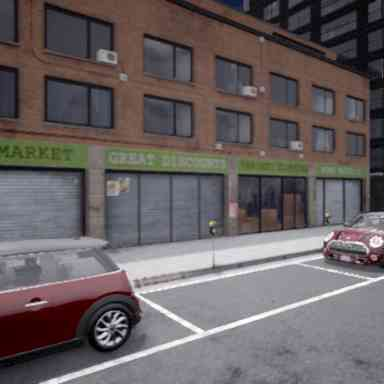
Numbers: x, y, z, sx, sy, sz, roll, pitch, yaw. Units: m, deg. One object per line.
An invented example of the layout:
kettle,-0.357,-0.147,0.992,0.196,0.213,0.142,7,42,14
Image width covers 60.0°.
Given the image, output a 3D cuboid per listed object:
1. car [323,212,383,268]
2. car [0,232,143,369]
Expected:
car,6.113,1.409,10.898,4.097,1.590,1.967,0,0,-36
car,-2.843,1.440,4.507,4.097,1.590,1.967,0,0,-36
